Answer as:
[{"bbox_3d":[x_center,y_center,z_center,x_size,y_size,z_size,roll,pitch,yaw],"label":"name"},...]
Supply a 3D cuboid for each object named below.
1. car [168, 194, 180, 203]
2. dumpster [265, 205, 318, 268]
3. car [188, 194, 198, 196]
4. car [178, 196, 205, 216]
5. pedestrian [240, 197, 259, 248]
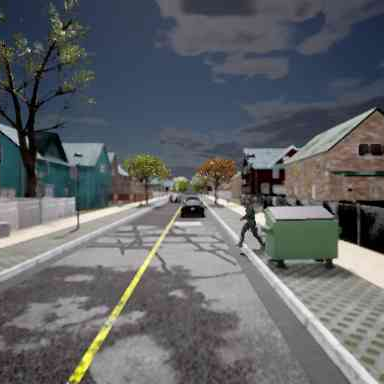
[{"bbox_3d":[-2.810,1.019,53.737,2.128,1.511,4.902,0,0,0],"label":"car"},{"bbox_3d":[2.993,1.289,10.293,1.020,1.700,1.940,-1,-1,0],"label":"dumpster"},{"bbox_3d":[0.079,1.099,44.386,1.837,1.490,4.892,0,0,0],"label":"car"},{"bbox_3d":[0.073,1.287,28.460,1.994,1.385,4.181,0,1,0],"label":"car"},{"bbox_3d":[1.939,1.021,11.279,0.375,1.860,0.375,1,-1,-2],"label":"pedestrian"}]
